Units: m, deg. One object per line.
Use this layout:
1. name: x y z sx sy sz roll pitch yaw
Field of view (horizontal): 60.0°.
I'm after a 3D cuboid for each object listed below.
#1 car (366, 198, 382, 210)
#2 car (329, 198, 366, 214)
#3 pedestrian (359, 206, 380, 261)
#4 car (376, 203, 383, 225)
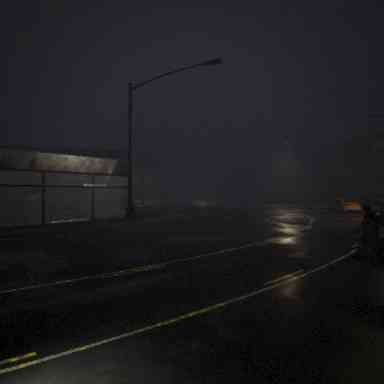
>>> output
1. car: 20.168 1.491 38.722 2.128 1.511 4.902 0 0 -3
2. car: 16.476 1.478 36.074 1.882 1.535 5.008 0 0 4
3. pedestrian: 5.551 1.294 10.383 0.375 1.860 0.375 0 0 40
4. car: 13.151 1.601 21.146 1.895 1.301 4.718 0 0 25
